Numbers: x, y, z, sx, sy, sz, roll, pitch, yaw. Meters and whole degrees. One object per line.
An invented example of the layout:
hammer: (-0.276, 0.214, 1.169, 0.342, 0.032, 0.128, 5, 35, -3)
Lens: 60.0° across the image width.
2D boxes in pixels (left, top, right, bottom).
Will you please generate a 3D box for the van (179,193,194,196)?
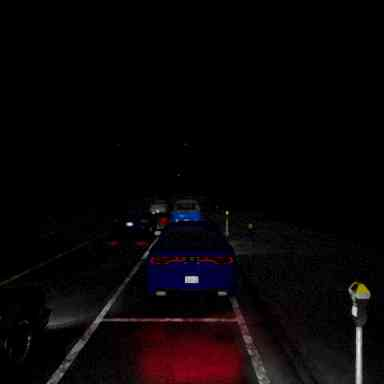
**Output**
van: (-0.290, 1.317, 36.980, 1.690, 1.788, 3.998, 0, 0, 0)

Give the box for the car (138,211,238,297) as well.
car: (-0.005, 1.475, 8.650, 1.882, 1.535, 5.008, 0, 0, 0)

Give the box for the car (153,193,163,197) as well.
car: (-8.815, 1.432, 80.459, 1.752, 1.417, 4.829, 0, 0, 0)

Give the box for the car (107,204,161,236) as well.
car: (-3.043, 1.556, 18.241, 1.994, 1.385, 4.181, 0, 0, 0)

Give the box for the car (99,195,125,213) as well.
car: (-8.815, 1.291, 36.940, 2.192, 1.841, 5.009, 0, 0, 0)

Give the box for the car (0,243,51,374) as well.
car: (-3.045, 1.547, 2.553, 2.033, 1.411, 5.357, 0, 0, 0)

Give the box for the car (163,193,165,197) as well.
car: (-8.815, 1.450, 86.079, 2.008, 1.369, 4.403, 0, 0, 0)

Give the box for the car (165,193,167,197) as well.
car: (-8.815, 1.438, 91.530, 1.887, 1.381, 4.507, 0, 0, 0)

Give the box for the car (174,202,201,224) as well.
car: (-0.290, 1.532, 25.659, 1.887, 1.381, 4.507, 0, 0, 0)

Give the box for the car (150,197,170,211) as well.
car: (-3.145, 1.506, 32.596, 1.812, 1.442, 4.674, 0, 0, 0)

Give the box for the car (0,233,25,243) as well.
car: (-6.252, 1.599, 8.386, 1.895, 1.301, 4.718, 0, 0, 0)

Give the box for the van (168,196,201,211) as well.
van: (-0.290, 1.333, 19.998, 1.690, 1.788, 3.998, 0, 0, 0)
